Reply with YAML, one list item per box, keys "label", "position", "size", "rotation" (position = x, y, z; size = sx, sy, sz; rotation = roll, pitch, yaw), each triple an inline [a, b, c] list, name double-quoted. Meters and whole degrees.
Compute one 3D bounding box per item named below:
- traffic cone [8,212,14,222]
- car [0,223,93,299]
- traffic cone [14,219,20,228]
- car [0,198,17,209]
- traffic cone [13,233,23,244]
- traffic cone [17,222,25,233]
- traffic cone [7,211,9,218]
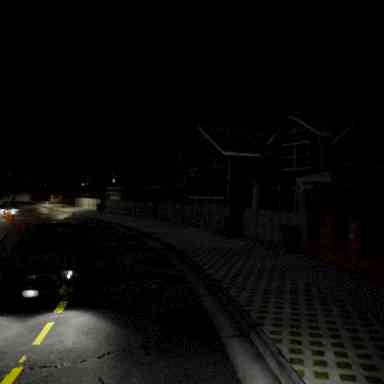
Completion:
- label: "traffic cone"
  position: [-13.698, 2.002, 25.466]
  size: [0.340, 0.580, 0.340]
  rotation: [0, 0, -32]
- label: "car"
  position: [-3.689, 1.564, 8.955]
  size: [2.033, 1.411, 5.357]
  rotation: [0, 0, -13]
- label: "traffic cone"
  position: [-11.025, 1.994, 21.241]
  size: [0.340, 0.580, 0.340]
  rotation: [0, 0, -32]
- label: "car"
  position: [-26.132, 1.567, 47.182]
  size: [2.128, 1.511, 4.902]
  rotation: [0, 0, -32]
- label: "traffic cone"
  position: [-6.806, 1.979, 12.791]
  size: [0.340, 0.580, 0.340]
  rotation: [0, 0, -20]
- label: "traffic cone"
  position: [-8.665, 1.987, 17.121]
  size: [0.340, 0.580, 0.340]
  rotation: [0, 0, -27]
- label: "traffic cone"
  position: [-16.371, 2.010, 29.692]
  size: [0.340, 0.580, 0.340]
  rotation: [0, 0, -32]
